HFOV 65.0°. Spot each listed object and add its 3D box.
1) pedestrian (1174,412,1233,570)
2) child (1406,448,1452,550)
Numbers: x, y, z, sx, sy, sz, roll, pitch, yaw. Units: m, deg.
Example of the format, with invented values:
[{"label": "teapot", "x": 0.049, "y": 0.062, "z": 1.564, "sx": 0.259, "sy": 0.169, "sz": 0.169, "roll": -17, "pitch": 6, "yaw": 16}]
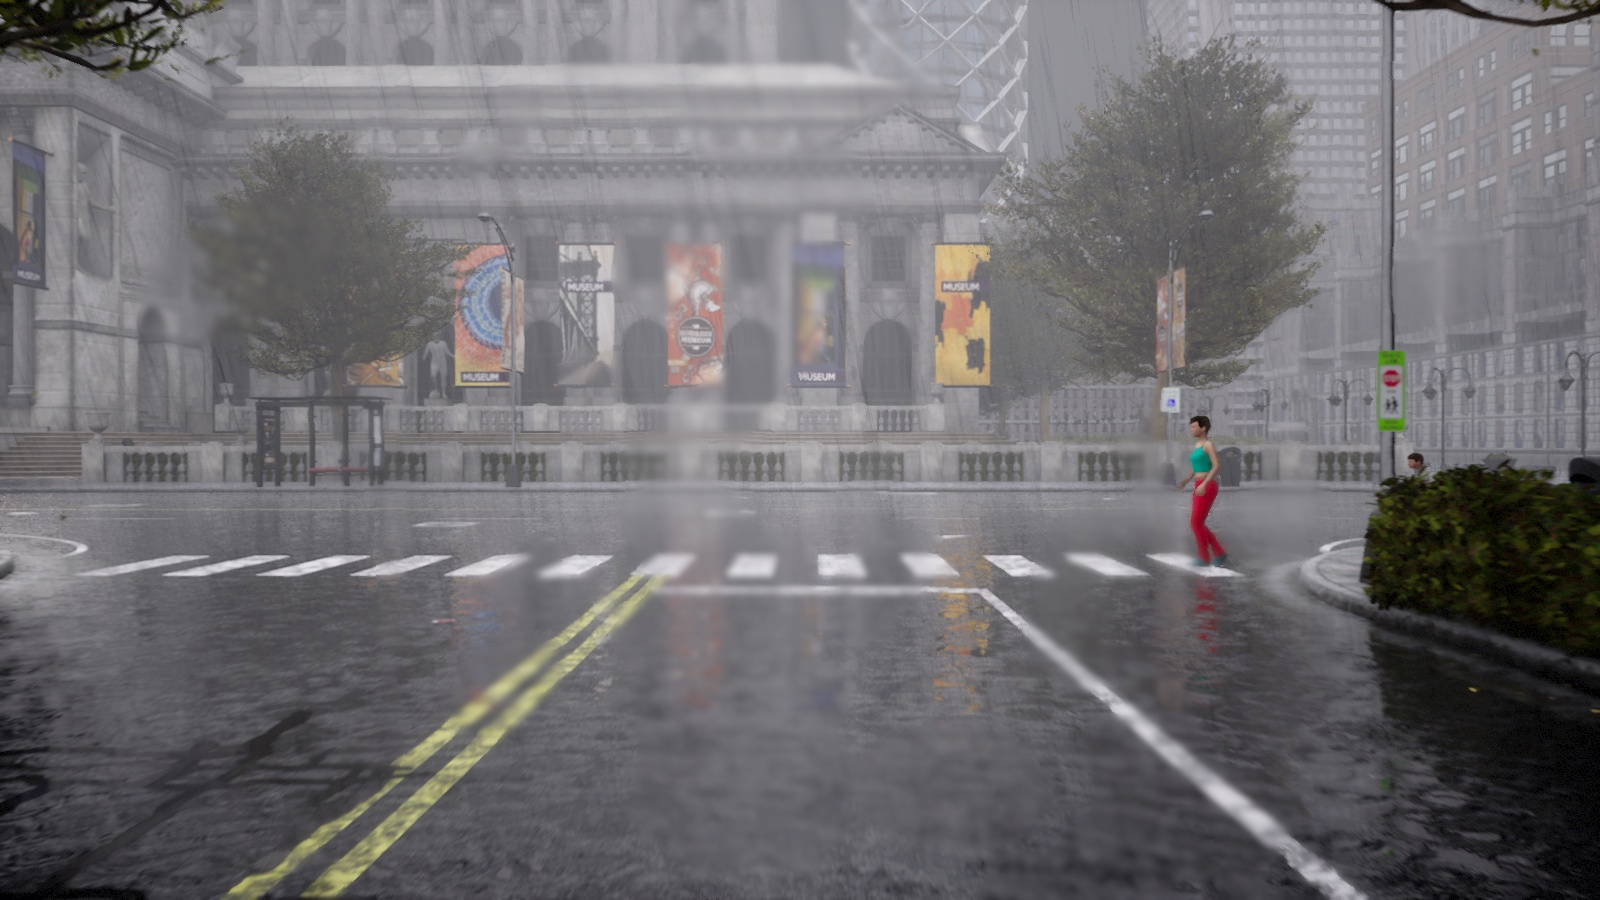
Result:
[{"label": "pedestrian", "x": 4.735, "y": 0.474, "z": 14.749, "sx": 0.594, "sy": 1.836, "sz": 0.345, "roll": 0, "pitch": 0, "yaw": 3}, {"label": "child", "x": 7.813, "y": 0.602, "z": 15.600, "sx": 0.437, "sy": 1.263, "sz": 0.270, "roll": 0, "pitch": 0, "yaw": 8}]
